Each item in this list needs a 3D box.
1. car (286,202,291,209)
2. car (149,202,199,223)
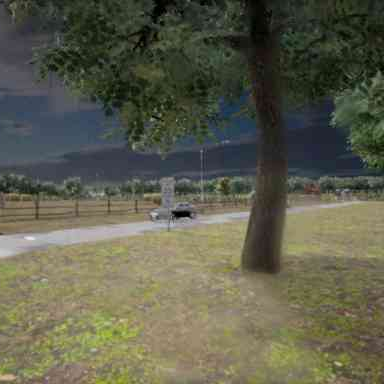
[{"bbox_3d":[11.687,1.710,44.637,1.994,1.385,4.181,-2,-2,36],"label":"car"},{"bbox_3d":[-1.405,1.568,26.670,2.128,1.511,4.902,-2,-1,36],"label":"car"}]
